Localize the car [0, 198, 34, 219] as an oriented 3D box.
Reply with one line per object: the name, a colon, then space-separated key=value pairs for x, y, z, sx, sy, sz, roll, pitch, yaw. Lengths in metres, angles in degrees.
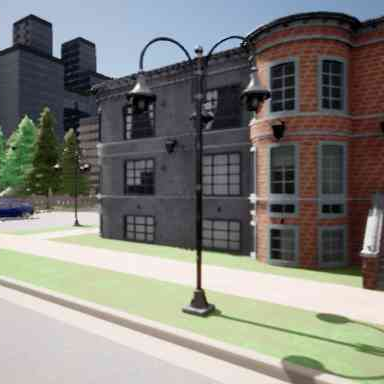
car: x=-15.563 y=1.522 z=27.261 sx=1.882 sy=1.535 sz=5.008 roll=0 pitch=0 yaw=33
